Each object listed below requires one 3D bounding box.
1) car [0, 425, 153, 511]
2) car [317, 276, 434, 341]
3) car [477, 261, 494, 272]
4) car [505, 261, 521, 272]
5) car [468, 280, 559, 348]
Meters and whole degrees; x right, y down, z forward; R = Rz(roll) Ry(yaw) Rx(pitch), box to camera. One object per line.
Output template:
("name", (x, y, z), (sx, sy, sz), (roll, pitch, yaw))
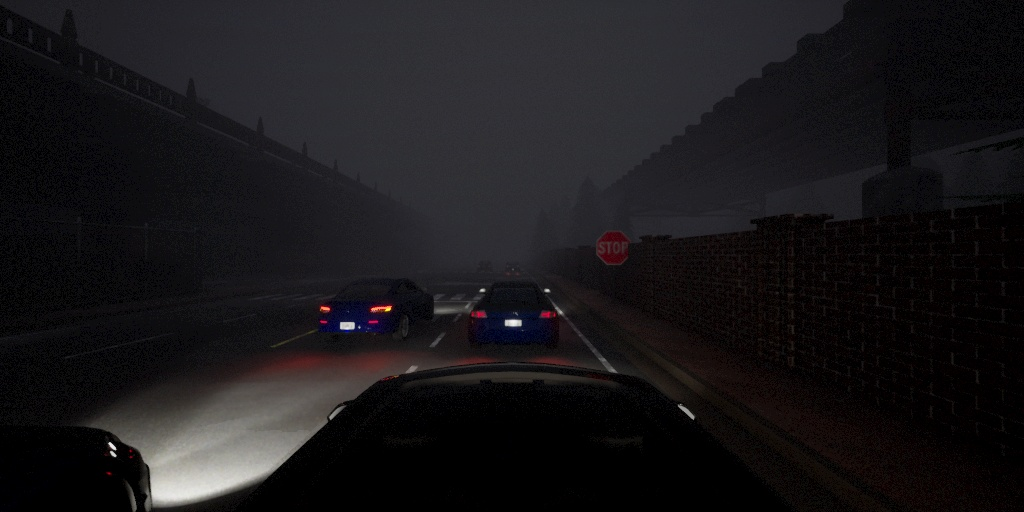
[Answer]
("car", (-3.398, 1.314, 0.623), (1.994, 1.385, 4.181), (0, 0, 0))
("car", (-3.413, 1.275, 9.719), (1.812, 1.442, 4.674), (0, 0, 0))
("car", (-3.401, 1.292, 45.854), (2.033, 1.411, 5.357), (0, 0, -1))
("car", (0.094, 1.345, 46.016), (1.895, 1.301, 4.718), (0, 0, -1))
("car", (0.069, 1.313, 9.197), (1.994, 1.385, 4.181), (0, 0, 1))
